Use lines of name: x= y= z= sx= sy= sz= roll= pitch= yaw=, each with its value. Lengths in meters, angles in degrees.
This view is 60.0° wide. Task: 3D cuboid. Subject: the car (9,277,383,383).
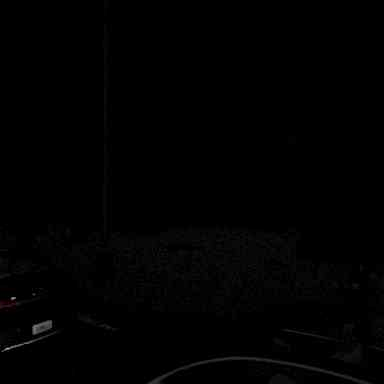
car: x=0.844 y=1.548 z=2.362 sx=4.403 sy=1.369 sz=2.008 roll=0 pitch=0 yaw=35

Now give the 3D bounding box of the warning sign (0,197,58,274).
warning sign: x=-4.550 y=1.080 z=9.035 sx=1.060 sy=1.860 sz=1.300 roll=0 pitch=0 yaw=35

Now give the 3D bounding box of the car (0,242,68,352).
car: x=-3.731 y=1.526 z=5.623 sx=4.403 sy=1.369 sz=2.008 roll=0 pitch=0 yaw=35
